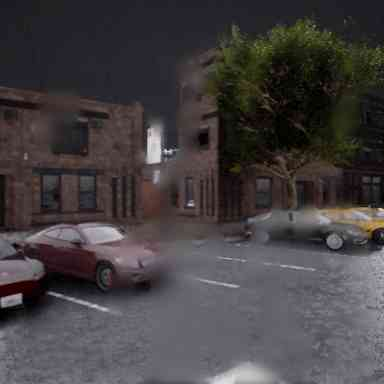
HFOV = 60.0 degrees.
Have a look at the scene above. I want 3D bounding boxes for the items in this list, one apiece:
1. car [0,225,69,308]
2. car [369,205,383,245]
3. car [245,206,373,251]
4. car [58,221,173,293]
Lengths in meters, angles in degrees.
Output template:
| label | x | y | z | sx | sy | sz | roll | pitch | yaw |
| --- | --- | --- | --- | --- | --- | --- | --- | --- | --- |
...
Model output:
| label | x | y | z | sx | sy | sz | roll | pitch | yaw |
| --- | --- | --- | --- | --- | --- | --- | --- | --- | --- |
| car | -5.101 | 1.514 | 7.162 | 4.792 | 1.488 | 2.163 | -1 | -1 | 35 |
| car | 7.267 | 1.491 | 15.751 | 5.366 | 1.575 | 1.946 | -1 | -1 | 35 |
| car | 4.664 | 1.494 | 14.124 | 4.892 | 1.521 | 2.231 | -1 | -1 | 35 |
| car | -2.675 | 1.527 | 8.913 | 4.674 | 1.452 | 2.002 | -1 | -1 | 35 |
